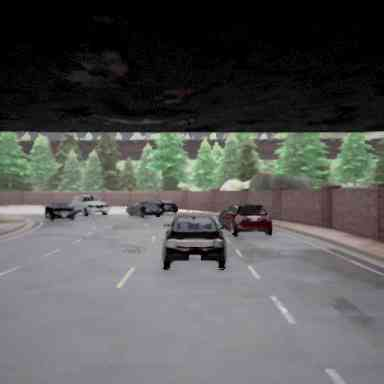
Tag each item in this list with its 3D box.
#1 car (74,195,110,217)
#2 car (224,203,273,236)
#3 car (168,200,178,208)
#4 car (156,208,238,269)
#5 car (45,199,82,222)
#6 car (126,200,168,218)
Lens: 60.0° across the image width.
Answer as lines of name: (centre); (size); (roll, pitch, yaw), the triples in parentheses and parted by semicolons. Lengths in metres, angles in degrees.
car: (-10.123, 1.303, 32.927); (2.150, 2.045, 5.566); (1, 0, -37)
car: (2.869, 1.400, 18.893); (2.097, 1.767, 4.553); (0, 0, -8)
car: (-3.260, 1.579, 35.280); (2.128, 1.511, 4.902); (0, 0, -32)
car: (0.049, 1.521, 11.217); (2.128, 1.511, 4.902); (0, 0, -1)
car: (-11.009, 1.560, 27.723); (2.128, 1.511, 4.902); (0, 0, -30)
car: (-4.462, 1.624, 30.893); (2.033, 1.411, 5.357); (0, 0, -29)
